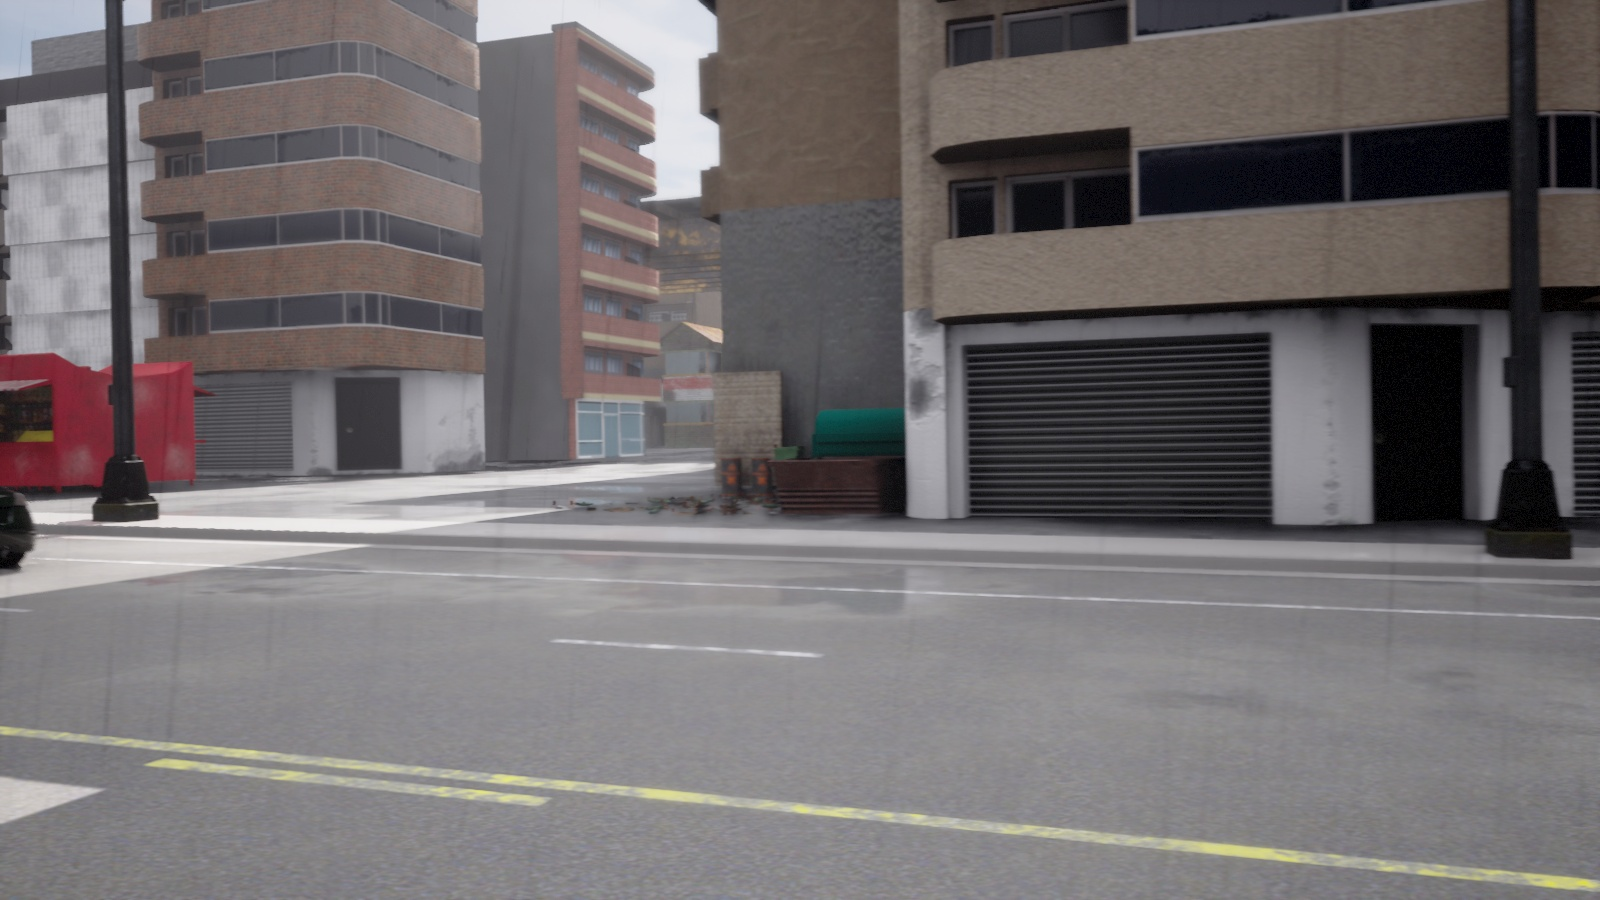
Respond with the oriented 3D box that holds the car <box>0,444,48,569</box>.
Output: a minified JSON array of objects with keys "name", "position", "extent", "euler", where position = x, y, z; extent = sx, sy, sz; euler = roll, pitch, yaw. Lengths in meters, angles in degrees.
[{"name":"car","position":[-11.030,0.622,14.291],"extent":[4.181,1.385,1.994],"euler":[1,1,19]}]
